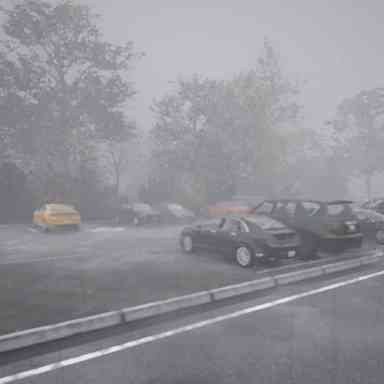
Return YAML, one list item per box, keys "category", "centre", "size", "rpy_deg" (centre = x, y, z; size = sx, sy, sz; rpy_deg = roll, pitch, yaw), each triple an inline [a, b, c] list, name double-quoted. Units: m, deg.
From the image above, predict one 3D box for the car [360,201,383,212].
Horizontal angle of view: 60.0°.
- category: "car"
  centre: [25.484, 1.960, 44.725]
  size: [2.002, 1.452, 4.674]
  rpy_deg: [1, -1, -36]

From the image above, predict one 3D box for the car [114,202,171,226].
- category: "car"
  centre: [-3.870, 1.510, 23.752]
  size: [2.097, 1.535, 5.008]
  rpy_deg: [0, 0, -35]

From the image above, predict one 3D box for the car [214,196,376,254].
- category: "car"
  centre: [3.706, 1.259, 13.118]
  size: [2.435, 2.045, 5.566]
  rpy_deg: [1, 0, -35]

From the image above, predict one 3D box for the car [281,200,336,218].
- category: "car"
  centre: [12.104, 1.710, 34.924]
  size: [1.946, 1.575, 5.366]
  rpy_deg: [1, 0, -36]

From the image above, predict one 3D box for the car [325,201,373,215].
- category: "car"
  centre: [18.774, 1.842, 39.960]
  size: [2.163, 1.488, 4.792]
  rpy_deg: [1, 0, -36]

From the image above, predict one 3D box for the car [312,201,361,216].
- category: "car"
  centre: [16.543, 1.809, 38.292]
  size: [2.163, 1.488, 4.792]
  rpy_deg: [1, 0, -36]

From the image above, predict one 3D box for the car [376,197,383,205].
- category: "car"
  centre: [10.553, 1.334, 18.001]
  size: [2.435, 2.045, 5.566]
  rpy_deg: [1, 0, -36]

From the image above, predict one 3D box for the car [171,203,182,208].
- category: "car"
  centre: [-1.599, 1.572, 25.367]
  size: [2.002, 1.452, 4.674]
  rpy_deg: [1, 0, -35]

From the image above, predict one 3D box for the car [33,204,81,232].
- category: "car"
  centre: [-8.398, 1.477, 20.511]
  size: [2.097, 1.535, 5.008]
  rpy_deg: [0, 0, -35]

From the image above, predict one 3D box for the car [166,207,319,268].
- category: "car"
  centre: [1.444, 1.494, 11.463]
  size: [2.231, 1.521, 4.892]
  rpy_deg: [0, 0, -35]

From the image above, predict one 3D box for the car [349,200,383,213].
- category: "car"
  centre: [23.323, 1.884, 43.174]
  size: [2.097, 1.535, 5.008]
  rpy_deg: [1, -1, -36]

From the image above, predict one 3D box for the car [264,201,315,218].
- category: "car"
  centre: [9.732, 1.720, 33.452]
  size: [2.002, 1.452, 4.674]
  rpy_deg: [1, 0, -36]

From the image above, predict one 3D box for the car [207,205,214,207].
- category: "car"
  centre: [2.954, 1.459, 28.575]
  size: [2.185, 1.767, 4.553]
  rpy_deg: [1, 0, -36]

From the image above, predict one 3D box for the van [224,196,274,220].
- category: "van"
  centre: [5.132, 1.389, 30.311]
  size: [1.878, 1.987, 4.442]
  rpy_deg: [1, 0, -36]

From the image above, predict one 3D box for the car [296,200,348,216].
- category: "car"
  centre: [14.265, 1.746, 36.691]
  size: [2.097, 1.535, 5.008]
  rpy_deg: [1, 0, -36]

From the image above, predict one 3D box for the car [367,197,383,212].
- category: "car"
  centre: [27.868, 1.711, 46.397]
  size: [2.435, 2.045, 5.566]
  rpy_deg: [1, -1, -36]

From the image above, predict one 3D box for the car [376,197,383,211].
- category: "car"
  centre: [30.031, 1.751, 47.947]
  size: [2.435, 2.045, 5.566]
  rpy_deg: [1, -1, -36]

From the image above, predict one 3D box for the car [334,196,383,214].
- category: "car"
  centre: [21.073, 1.596, 41.536]
  size: [2.435, 2.045, 5.566]
  rpy_deg: [1, 0, -36]

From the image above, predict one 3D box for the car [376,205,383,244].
- category: "car"
  centre: [8.280, 1.557, 16.352]
  size: [2.231, 1.521, 4.892]
  rpy_deg: [1, 0, -36]
